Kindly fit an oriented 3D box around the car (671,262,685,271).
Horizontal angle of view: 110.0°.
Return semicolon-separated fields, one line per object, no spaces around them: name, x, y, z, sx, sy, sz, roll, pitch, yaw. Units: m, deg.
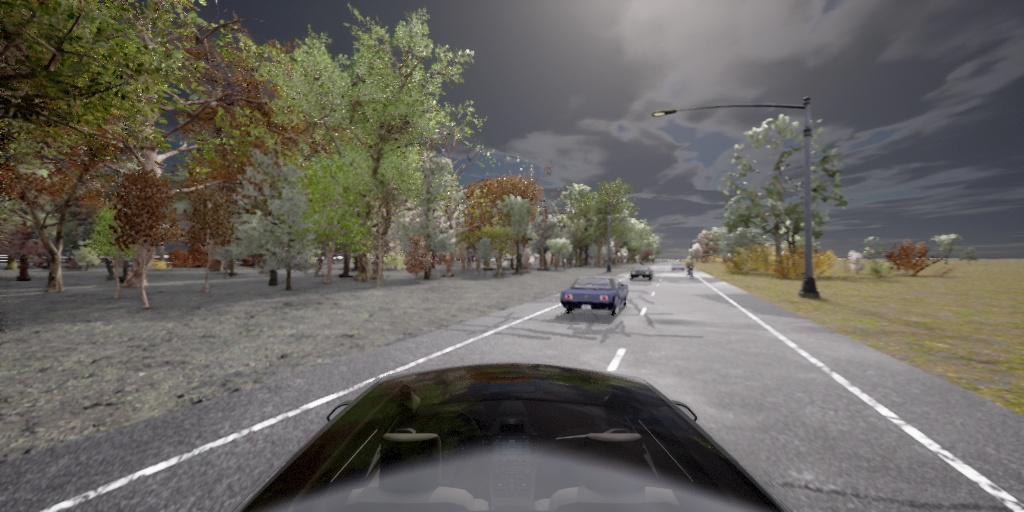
car;27.182;1.800;58.737;1.895;1.301;4.718;0;-1;24

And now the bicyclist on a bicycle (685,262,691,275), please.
bicyclist on a bicycle;21.512;1.529;43.931;0.582;1.620;1.656;0;-1;24

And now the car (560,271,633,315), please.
car;3.438;1.457;14.196;1.895;1.301;4.718;0;-1;24

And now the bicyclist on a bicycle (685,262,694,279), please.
bicyclist on a bicycle;17.862;1.464;35.763;0.582;1.620;1.656;0;-1;24

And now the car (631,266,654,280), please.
car;12.720;1.622;34.963;1.895;1.301;4.718;0;-1;24
